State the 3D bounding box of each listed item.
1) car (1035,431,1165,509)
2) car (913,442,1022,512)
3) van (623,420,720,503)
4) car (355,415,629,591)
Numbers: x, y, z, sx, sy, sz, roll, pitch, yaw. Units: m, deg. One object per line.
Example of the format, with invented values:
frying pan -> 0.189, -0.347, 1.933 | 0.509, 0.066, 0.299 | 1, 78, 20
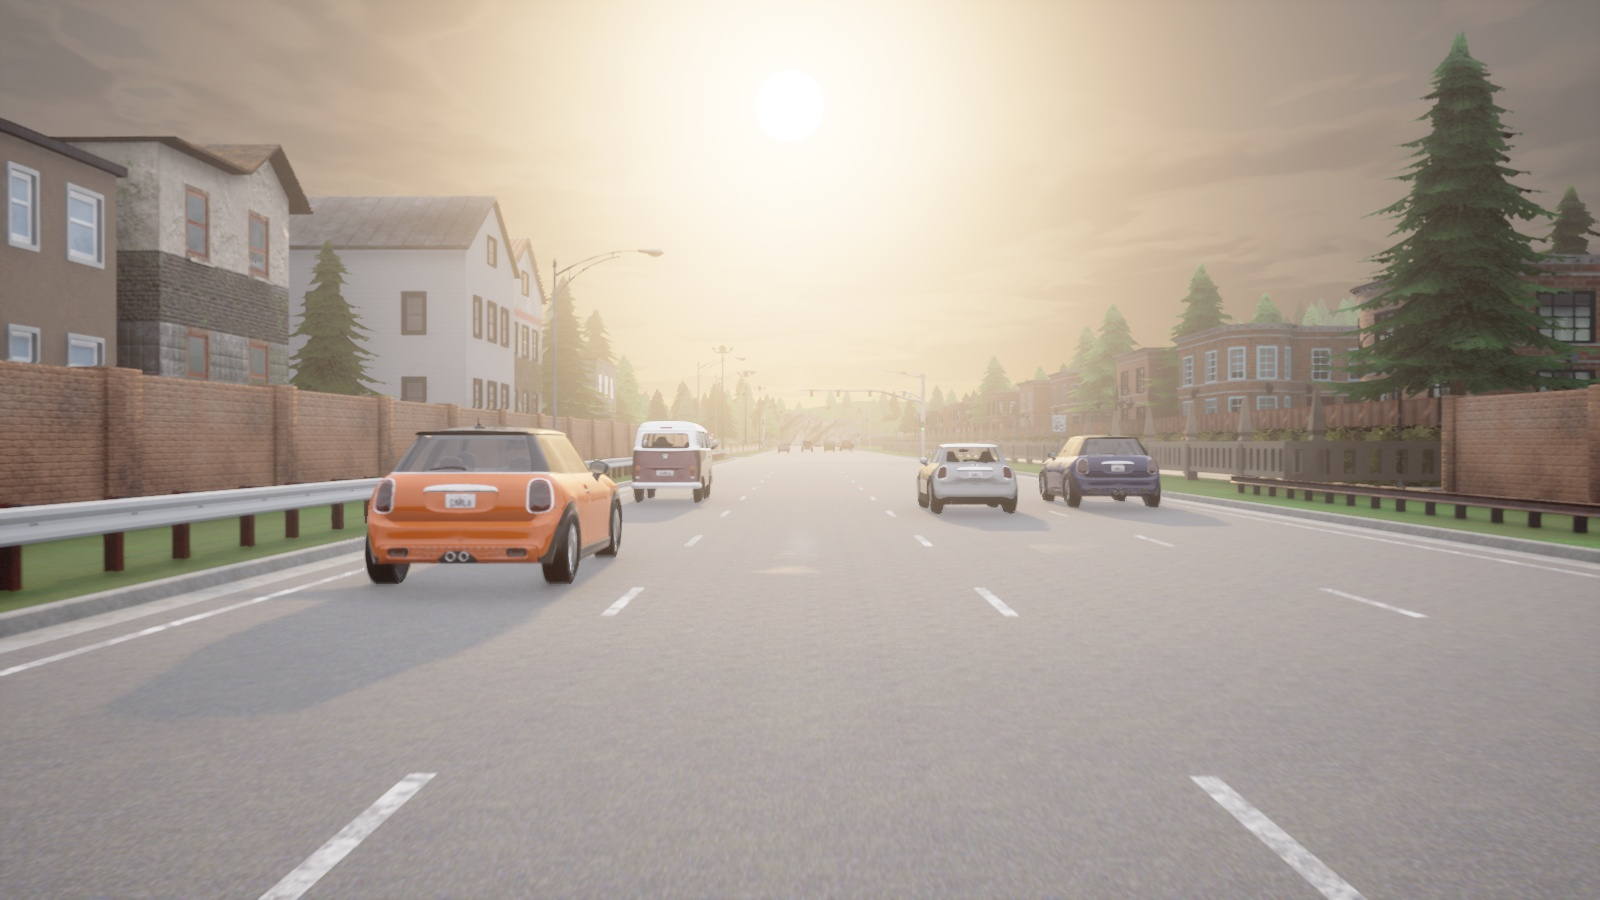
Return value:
car -> 7.190, 0.438, 30.596 | 2.097, 1.767, 4.553 | 0, 0, 0
car -> 3.676, 0.556, 28.171 | 1.970, 1.475, 3.806 | 0, 0, 0
van -> -3.296, 0.281, 33.074 | 2.069, 2.038, 4.480 | 0, 0, 0
car -> -3.400, 0.518, 14.858 | 2.097, 1.767, 4.553 | 0, 0, 0
